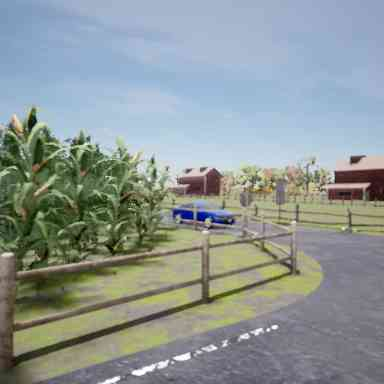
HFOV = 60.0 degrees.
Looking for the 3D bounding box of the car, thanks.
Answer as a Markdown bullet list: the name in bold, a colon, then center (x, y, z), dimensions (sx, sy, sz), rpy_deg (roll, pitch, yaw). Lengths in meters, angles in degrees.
- **car**: center (0.724, 1.396, 21.605), dimensions (1.882, 1.535, 5.008), rpy_deg (1, 0, -37)
